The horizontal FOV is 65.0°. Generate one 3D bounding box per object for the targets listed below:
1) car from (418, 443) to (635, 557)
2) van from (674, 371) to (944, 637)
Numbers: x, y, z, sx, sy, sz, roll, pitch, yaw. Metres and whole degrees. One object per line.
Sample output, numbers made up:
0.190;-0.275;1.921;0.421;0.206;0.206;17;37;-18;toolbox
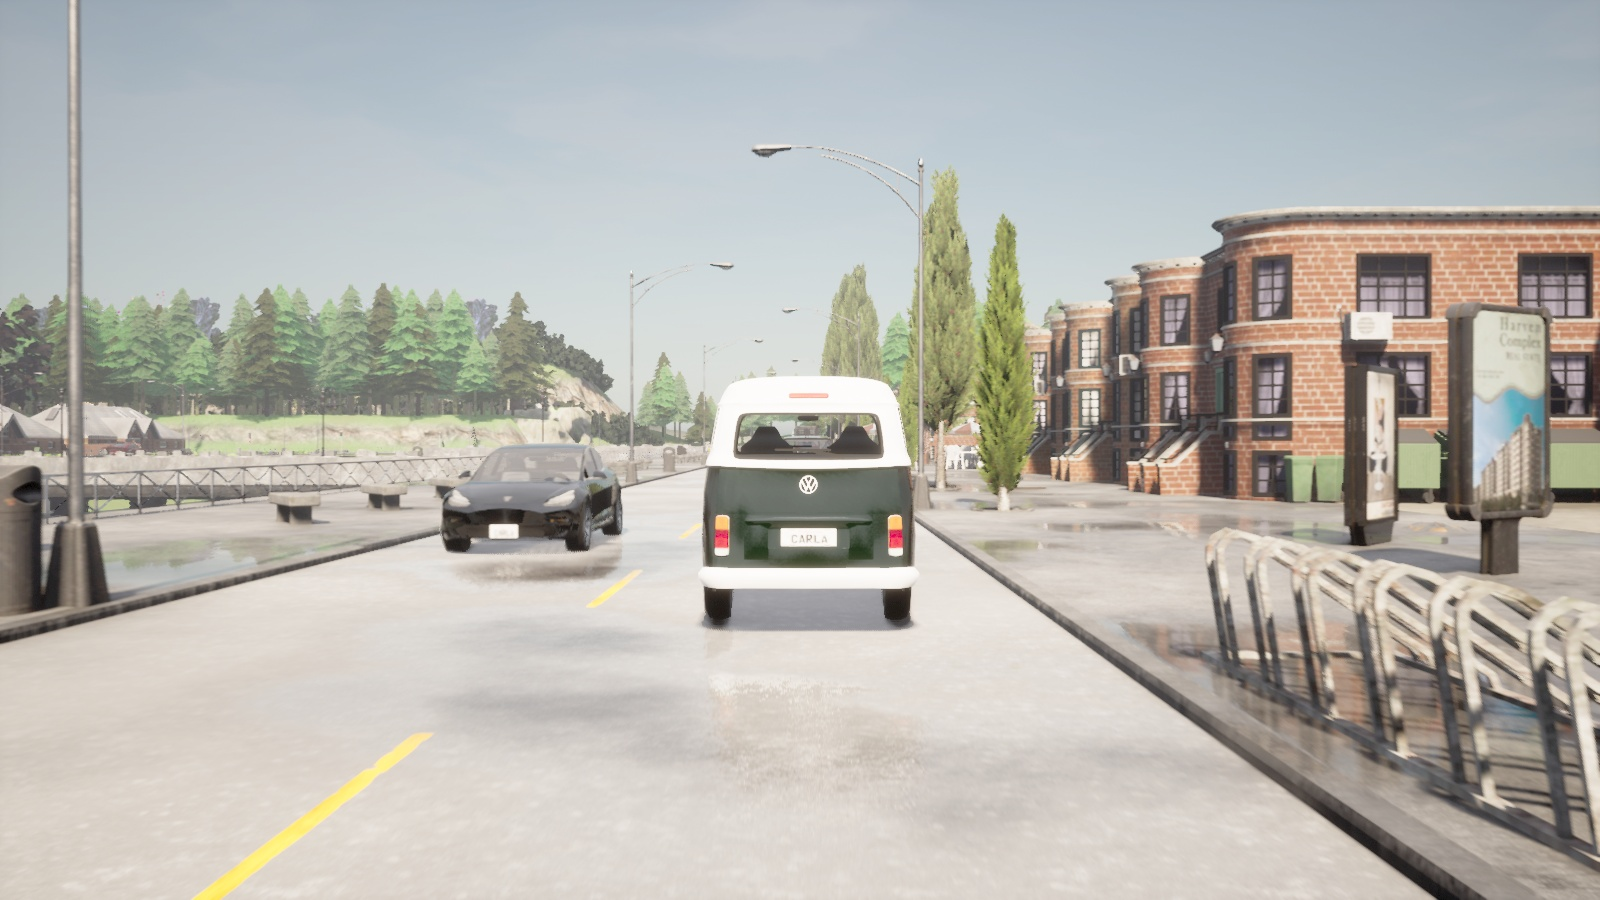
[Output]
-3.882;0.637;18.764;2.163;1.488;4.792;0;0;0;car
0.080;0.403;11.865;2.069;2.038;4.480;0;0;0;van
